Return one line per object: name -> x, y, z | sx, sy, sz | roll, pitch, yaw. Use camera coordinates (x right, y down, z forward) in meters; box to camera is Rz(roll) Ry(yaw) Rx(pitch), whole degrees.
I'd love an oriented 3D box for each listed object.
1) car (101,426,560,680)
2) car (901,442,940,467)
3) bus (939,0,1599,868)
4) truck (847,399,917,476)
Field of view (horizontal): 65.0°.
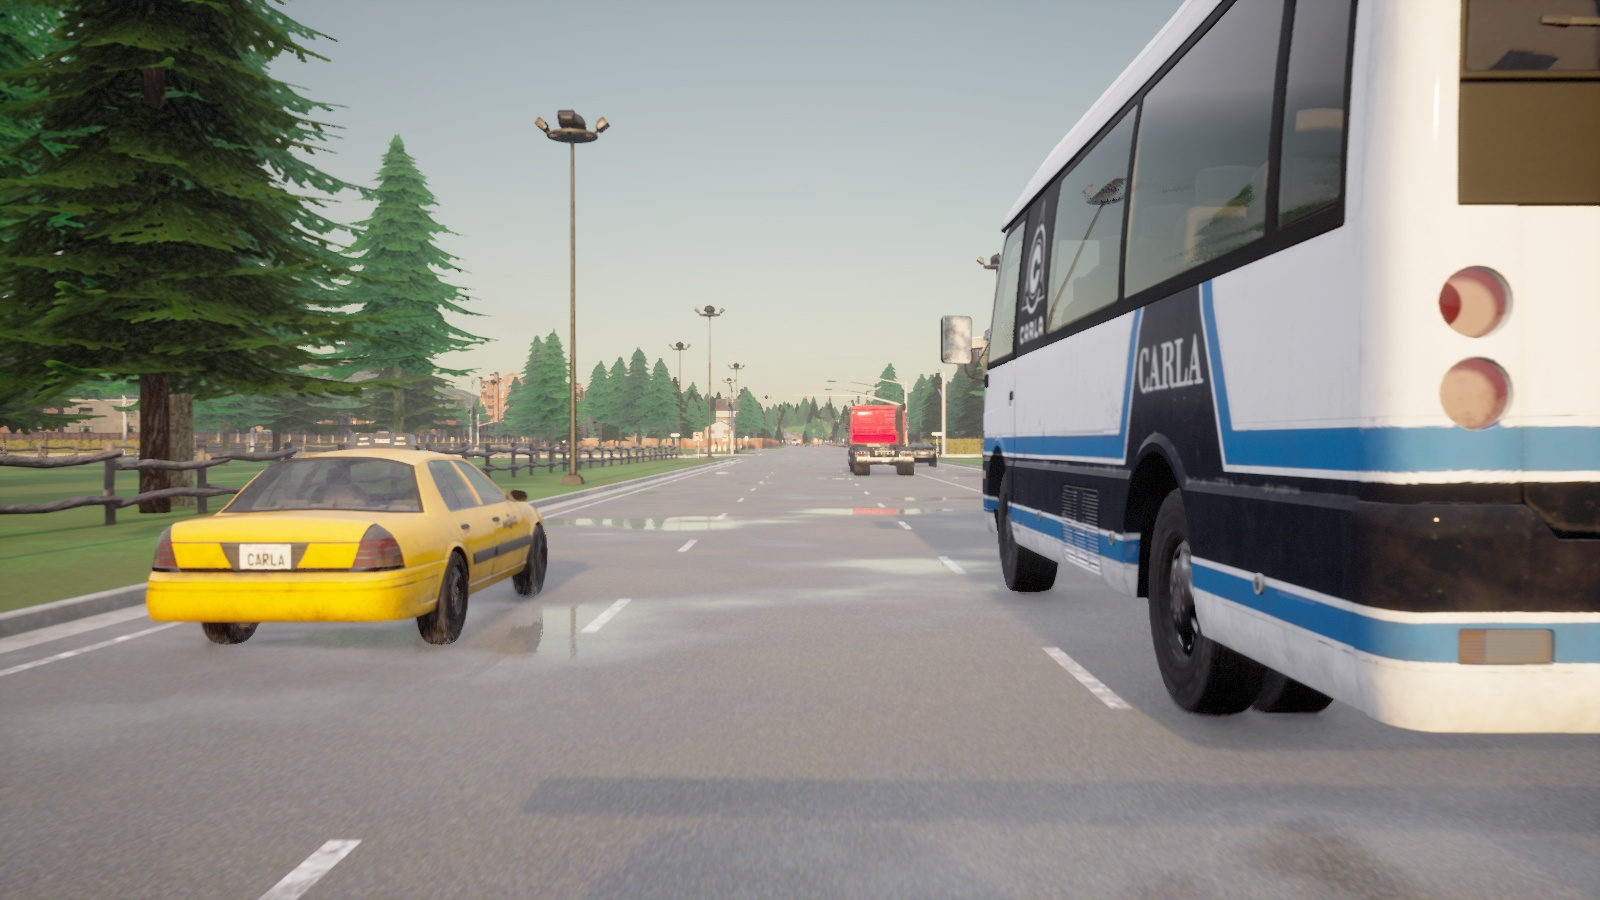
car -> -3.425, 0.623, 10.473 | 1.801, 1.575, 5.366 | 0, 0, 0
car -> 7.463, 0.258, 78.359 | 2.007, 1.525, 4.514 | 0, 0, 0
bus -> 3.571, -0.681, 9.543 | 3.944, 4.253, 10.273 | 0, 0, 0
truck -> 3.862, -0.573, 60.522 | 2.891, 3.462, 7.936 | 0, 0, 0
